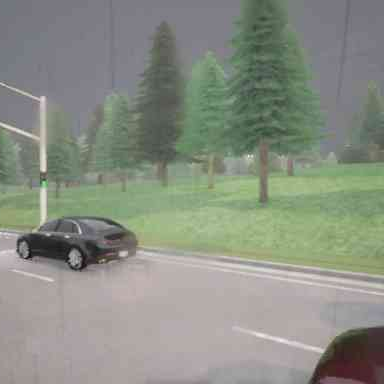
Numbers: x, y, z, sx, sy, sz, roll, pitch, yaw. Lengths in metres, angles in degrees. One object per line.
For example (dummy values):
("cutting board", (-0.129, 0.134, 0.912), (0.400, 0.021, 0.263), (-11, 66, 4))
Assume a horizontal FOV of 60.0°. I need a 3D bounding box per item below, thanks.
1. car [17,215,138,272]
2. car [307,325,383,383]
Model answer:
("car", (-3.939, 1.548, 11.063), (4.892, 1.490, 1.837), (0, 0, 36))
("car", (2.828, 1.559, 1.975), (4.181, 1.385, 1.994), (0, 0, 35))
